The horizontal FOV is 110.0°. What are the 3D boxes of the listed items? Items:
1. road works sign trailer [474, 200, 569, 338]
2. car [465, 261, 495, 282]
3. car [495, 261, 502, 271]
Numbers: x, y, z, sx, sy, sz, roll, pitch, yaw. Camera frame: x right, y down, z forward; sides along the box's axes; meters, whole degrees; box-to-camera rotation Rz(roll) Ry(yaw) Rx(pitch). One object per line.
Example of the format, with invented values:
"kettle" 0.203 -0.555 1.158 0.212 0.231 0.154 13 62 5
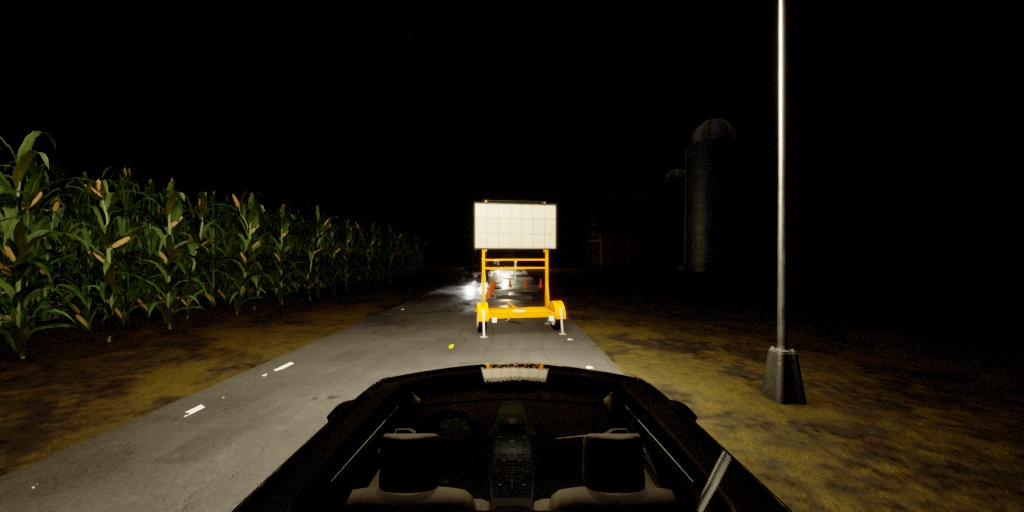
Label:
"road works sign trailer" 0.076 0.219 10.317 2.380 3.560 2.880 0 0 -9
"car" -2.794 1.308 30.094 2.128 1.511 4.902 0 0 0
"car" -2.649 1.474 55.804 2.128 1.511 4.902 0 0 0
